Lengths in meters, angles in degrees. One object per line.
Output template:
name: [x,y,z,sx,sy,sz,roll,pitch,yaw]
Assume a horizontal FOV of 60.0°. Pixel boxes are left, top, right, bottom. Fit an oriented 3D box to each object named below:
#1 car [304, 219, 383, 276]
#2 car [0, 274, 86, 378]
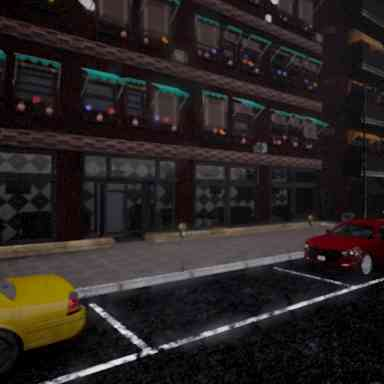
car: [5.364,1.559,10.382,4.507,1.381,1.887,0,0,-35]
car: [-3.795,1.524,3.850,4.829,1.417,1.752,0,0,-35]
